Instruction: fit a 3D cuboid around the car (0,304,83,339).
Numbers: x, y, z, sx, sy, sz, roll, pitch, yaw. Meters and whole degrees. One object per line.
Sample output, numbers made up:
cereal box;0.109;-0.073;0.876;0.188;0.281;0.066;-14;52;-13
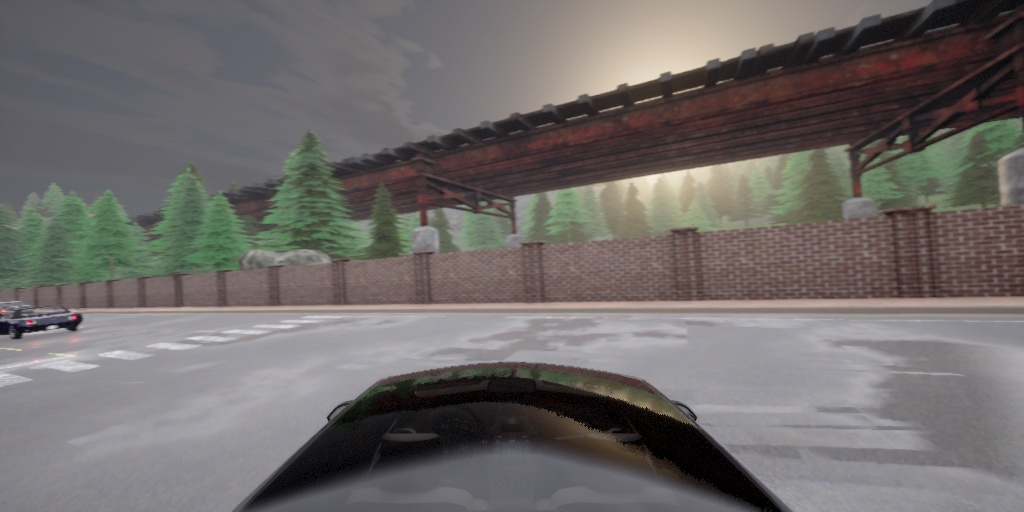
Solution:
car;-22.741;3.074;17.051;4.718;1.301;1.895;-4;-1;24

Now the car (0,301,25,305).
car;-40.722;4.380;28.872;5.357;1.411;2.033;-4;-1;25
